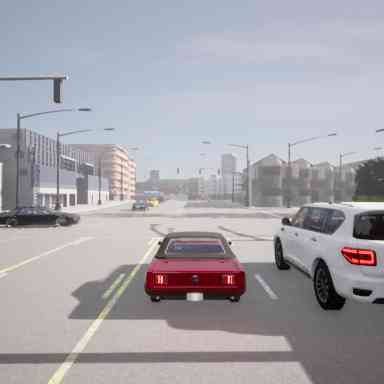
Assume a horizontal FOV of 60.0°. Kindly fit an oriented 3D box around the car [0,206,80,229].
[{"bbox_3d":[-10.415,1.667,22.483,5.357,1.411,2.033,0,-1,-11],"label":"car"}]

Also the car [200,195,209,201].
[{"bbox_3d":[3.531,1.525,89.274,2.097,1.767,4.553,0,-1,0],"label":"car"}]

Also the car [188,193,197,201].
[{"bbox_3d":[0.031,1.391,88.922,2.150,2.045,5.566,0,-1,0],"label":"car"}]

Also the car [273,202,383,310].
[{"bbox_3d":[3.566,1.234,7.953,2.150,2.045,5.566,0,0,0],"label":"car"}]

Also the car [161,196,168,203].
[{"bbox_3d":[-6.975,1.733,73.877,1.837,1.490,4.892,0,1,0],"label":"car"}]

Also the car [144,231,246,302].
[{"bbox_3d":[0.072,1.617,8.246,1.895,1.301,4.718,0,0,0],"label":"car"}]

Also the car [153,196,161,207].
[{"bbox_3d":[-7.055,1.882,58.774,1.882,1.535,5.008,0,1,0],"label":"car"}]

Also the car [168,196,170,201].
[{"bbox_3d":[-6.969,1.698,89.159,2.128,1.511,4.902,0,0,0],"label":"car"}]

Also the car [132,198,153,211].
[{"bbox_3d":[-7.077,1.856,46.035,2.128,1.511,4.902,0,0,1],"label":"car"}]
